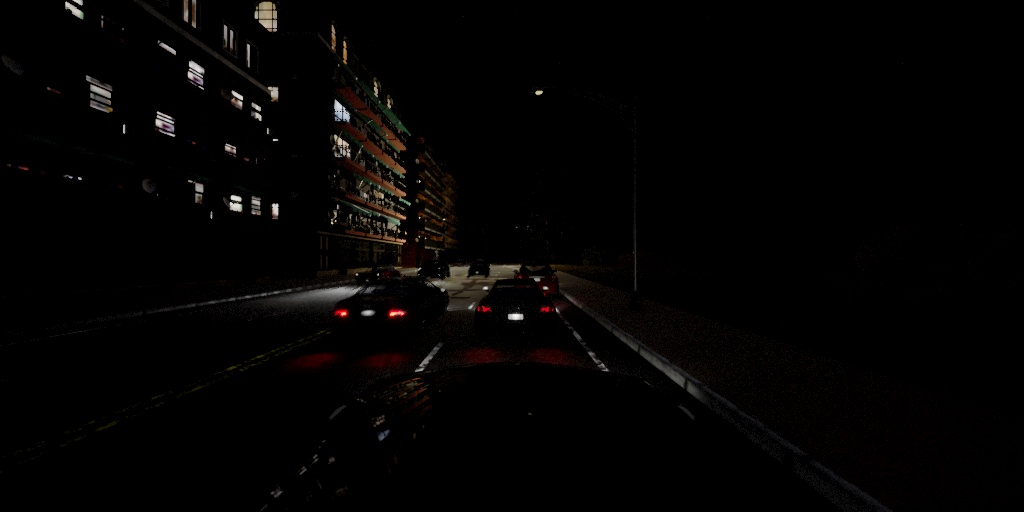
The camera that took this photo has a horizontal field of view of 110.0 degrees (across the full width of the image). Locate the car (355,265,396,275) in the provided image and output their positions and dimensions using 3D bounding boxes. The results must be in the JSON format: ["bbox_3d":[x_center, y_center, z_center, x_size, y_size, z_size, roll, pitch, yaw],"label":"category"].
[{"bbox_3d":[-9.833,1.353,26.553,1.895,1.301,4.718,0,0,0],"label":"car"}]

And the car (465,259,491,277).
[{"bbox_3d":[-3.125,1.278,34.633,1.812,1.442,4.674,0,0,0],"label":"car"}]

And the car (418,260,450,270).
[{"bbox_3d":[-6.581,1.104,30.516,2.097,1.767,4.553,0,0,0],"label":"car"}]

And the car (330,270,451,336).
[{"bbox_3d":[-3.146,1.298,10.346,2.033,1.411,5.357,0,0,0],"label":"car"}]

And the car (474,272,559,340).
[{"bbox_3d":[0.100,1.315,9.944,1.994,1.385,4.181,0,0,0],"label":"car"}]

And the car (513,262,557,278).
[{"bbox_3d":[1.148,1.103,18.524,2.097,1.767,4.553,0,0,0],"label":"car"}]
